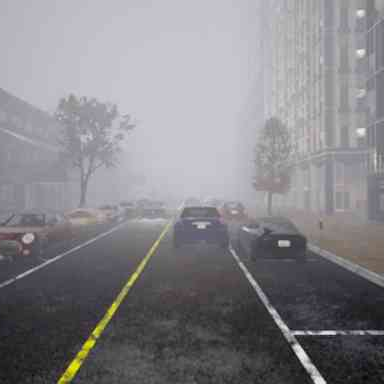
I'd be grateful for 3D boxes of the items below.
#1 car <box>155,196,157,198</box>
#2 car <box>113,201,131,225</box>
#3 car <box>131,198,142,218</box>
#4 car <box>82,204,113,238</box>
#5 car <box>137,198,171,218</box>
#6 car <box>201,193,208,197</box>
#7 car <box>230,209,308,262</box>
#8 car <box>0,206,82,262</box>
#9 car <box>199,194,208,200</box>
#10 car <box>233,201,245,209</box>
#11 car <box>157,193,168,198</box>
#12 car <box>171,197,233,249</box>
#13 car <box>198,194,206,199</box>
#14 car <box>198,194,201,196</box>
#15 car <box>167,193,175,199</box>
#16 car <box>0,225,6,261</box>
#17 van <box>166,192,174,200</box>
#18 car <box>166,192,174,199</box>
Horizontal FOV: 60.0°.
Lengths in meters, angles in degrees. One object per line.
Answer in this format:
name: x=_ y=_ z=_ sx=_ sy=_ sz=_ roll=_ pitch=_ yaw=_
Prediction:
car: x=-5.686 y=1.402 z=39.985 sx=1.947 sy=1.339 sz=4.313 roll=1 pitch=0 yaw=0
car: x=-5.683 y=1.486 z=23.053 sx=1.802 sy=1.307 sz=4.206 roll=1 pitch=0 yaw=0
car: x=-5.684 y=1.426 z=28.697 sx=1.887 sy=1.381 sz=4.507 roll=1 pitch=0 yaw=0
car: x=-5.681 y=1.453 z=17.239 sx=1.752 sy=1.417 sz=4.829 roll=1 pitch=0 yaw=0
car: x=-3.103 y=1.446 z=28.315 sx=1.994 sy=1.385 sz=4.181 roll=0 pitch=0 yaw=0
car: x=2.660 y=1.315 z=51.389 sx=1.752 sy=1.417 sz=4.829 roll=1 pitch=0 yaw=0
car: x=2.666 y=1.516 z=11.711 sx=1.947 sy=1.339 sz=4.313 roll=1 pitch=0 yaw=0
car: x=-5.679 y=1.390 z=11.765 sx=1.967 sy=1.590 sz=4.097 roll=1 pitch=0 yaw=0
car: x=2.654 y=1.245 z=79.440 sx=1.947 sy=1.339 sz=4.313 roll=1 pitch=0 yaw=0
car: x=2.666 y=1.344 z=22.999 sx=1.967 sy=1.590 sz=4.097 roll=1 pitch=0 yaw=0
car: x=-5.689 y=1.318 z=56.917 sx=2.008 sy=1.369 sz=4.403 roll=1 pitch=0 yaw=0
car: x=0.247 y=1.291 z=14.430 sx=2.097 sy=1.767 sz=4.553 roll=0 pitch=0 yaw=-3
car: x=2.652 y=1.201 z=90.729 sx=1.947 sy=1.339 sz=4.313 roll=1 pitch=0 yaw=0
car: x=0.091 y=1.322 z=59.382 sx=1.994 sy=1.385 sz=4.181 roll=0 pitch=0 yaw=0
car: x=-5.693 y=1.075 z=90.781 sx=1.967 sy=1.590 sz=4.097 roll=1 pitch=0 yaw=0
car: x=-5.680 y=1.540 z=6.121 sx=1.947 sy=1.339 sz=4.313 roll=1 pitch=0 yaw=0
van: x=-5.690 y=0.998 z=85.136 sx=1.690 sy=1.788 sz=3.998 roll=1 pitch=0 yaw=0
car: x=-5.692 y=1.283 z=73.849 sx=1.802 sy=1.307 sz=4.206 roll=1 pitch=0 yaw=0
